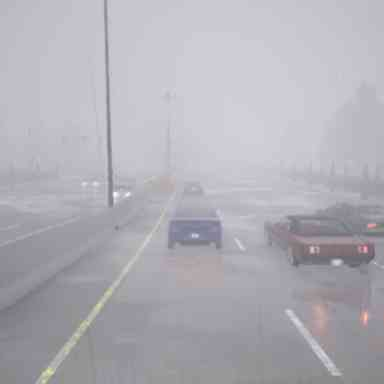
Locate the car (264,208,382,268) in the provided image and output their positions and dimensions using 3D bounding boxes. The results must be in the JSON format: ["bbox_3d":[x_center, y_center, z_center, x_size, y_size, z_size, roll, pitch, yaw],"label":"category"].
[{"bbox_3d":[3.601,1.360,10.455,1.895,1.301,4.718,0,2,0],"label":"car"}]

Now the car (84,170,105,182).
[{"bbox_3d":[-13.922,-2.300,47.604,1.837,1.490,4.892,0,6,1],"label":"car"}]

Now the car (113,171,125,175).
[{"bbox_3d":[-10.422,-2.279,47.570,1.812,1.442,4.674,0,6,1],"label":"car"}]

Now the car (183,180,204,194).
[{"bbox_3d":[0.115,-0.517,32.310,1.994,1.385,4.181,0,6,0],"label":"car"}]

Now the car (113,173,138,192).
[{"bbox_3d":[-7.062,-0.917,35.711,2.033,1.411,5.357,0,6,0],"label":"car"}]

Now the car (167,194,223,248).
[{"bbox_3d":[0.101,1.112,13.036,1.882,1.535,5.008,0,3,0],"label":"car"}]

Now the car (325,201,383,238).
[{"bbox_3d":[7.100,1.102,14.458,2.033,1.411,5.357,0,3,0],"label":"car"}]
